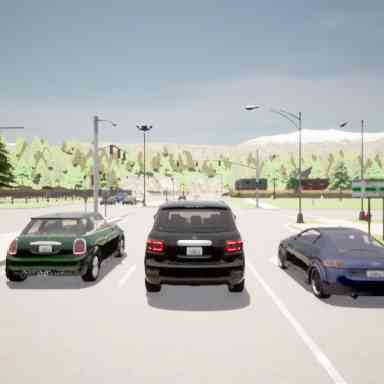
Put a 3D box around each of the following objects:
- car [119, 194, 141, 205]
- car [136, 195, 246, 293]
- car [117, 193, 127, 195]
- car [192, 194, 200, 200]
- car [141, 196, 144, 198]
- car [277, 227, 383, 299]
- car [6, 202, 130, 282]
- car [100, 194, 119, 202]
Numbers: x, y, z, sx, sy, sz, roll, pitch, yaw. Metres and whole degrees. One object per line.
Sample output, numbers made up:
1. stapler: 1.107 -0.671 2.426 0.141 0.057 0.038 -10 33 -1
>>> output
1. car: -10.882 1.533 58.268 2.033 1.411 5.357 0 0 1
2. car: 0.072 1.219 9.030 2.150 2.045 5.566 0 0 0
3. car: -14.207 1.205 66.535 2.150 2.045 5.566 0 0 1
4. car: 1.089 1.291 83.377 1.882 1.535 5.008 0 0 1
5. car: -10.679 1.509 67.850 1.812 1.442 4.674 0 0 1
6. car: 3.575 1.562 8.485 1.994 1.385 4.181 0 0 0
7. car: -3.420 1.350 9.924 2.097 1.767 4.553 0 0 0
8. car: -14.410 1.550 57.181 1.994 1.385 4.181 0 0 1
